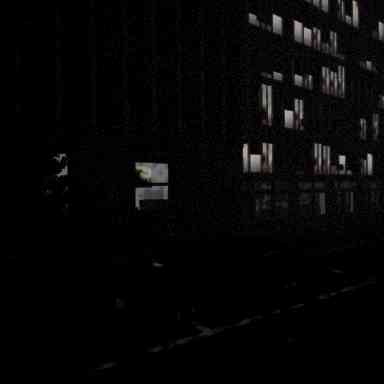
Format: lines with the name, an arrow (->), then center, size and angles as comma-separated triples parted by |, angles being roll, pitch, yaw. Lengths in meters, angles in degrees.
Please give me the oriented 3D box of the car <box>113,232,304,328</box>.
car -> 0.543, 1.564, 6.961 | 4.313, 1.339, 1.947 | 0, -1, -35
